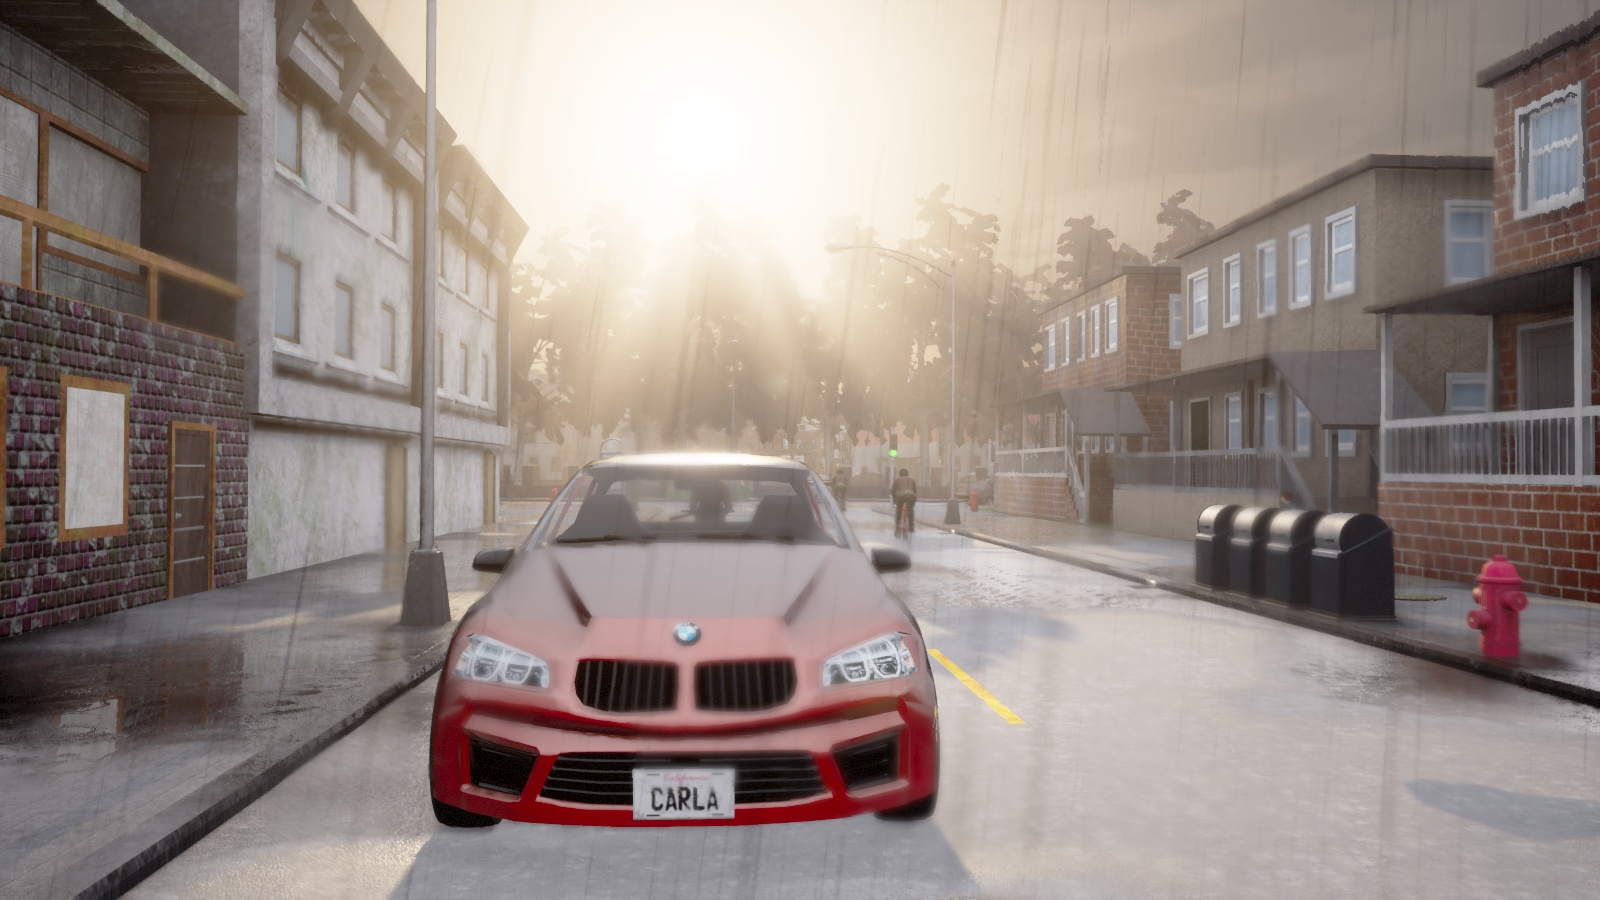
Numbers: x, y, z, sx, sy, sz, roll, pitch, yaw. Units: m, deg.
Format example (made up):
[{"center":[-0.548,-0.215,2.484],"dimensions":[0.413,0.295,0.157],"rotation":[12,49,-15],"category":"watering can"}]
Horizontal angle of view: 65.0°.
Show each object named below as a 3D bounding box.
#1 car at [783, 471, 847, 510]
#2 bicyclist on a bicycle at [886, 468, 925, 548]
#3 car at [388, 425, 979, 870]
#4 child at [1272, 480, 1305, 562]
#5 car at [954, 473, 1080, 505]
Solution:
[{"center":[0.564,1.634,51.650],"dimensions":[2.128,1.511,4.902],"rotation":[0,-1,-6],"category":"car"},{"center":[2.212,1.203,26.556],"dimensions":[0.582,1.620,1.656],"rotation":[0,-1,-4],"category":"bicyclist on a bicycle"},{"center":[-0.578,0.780,7.099],"dimensions":[2.242,1.667,4.611],"rotation":[0,-1,-4],"category":"car"},{"center":[7.689,1.104,19.757],"dimensions":[0.270,1.263,0.437],"rotation":[0,-1,-14],"category":"child"},{"center":[9.879,1.785,57.465],"dimensions":[5.357,1.411,2.033],"rotation":[0,-1,-3],"category":"car"}]
